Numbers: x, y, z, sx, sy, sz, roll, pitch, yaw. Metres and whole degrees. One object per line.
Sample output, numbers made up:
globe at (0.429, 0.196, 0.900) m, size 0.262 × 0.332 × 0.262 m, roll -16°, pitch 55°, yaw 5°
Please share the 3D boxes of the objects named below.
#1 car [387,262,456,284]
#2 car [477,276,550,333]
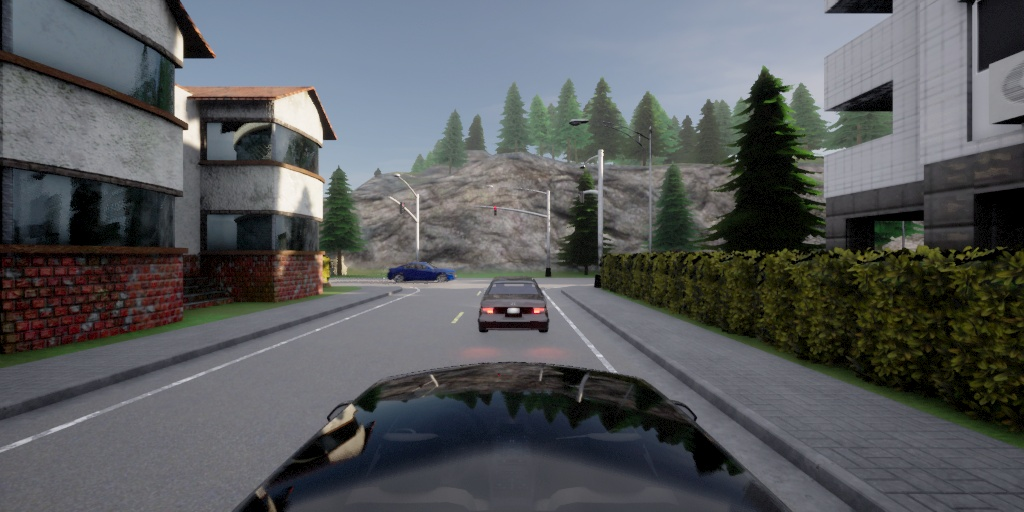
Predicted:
car at (-6.707, 1.227, 26.790) m, size 5.008 × 1.535 × 1.882 m, roll 0°, pitch 0°, yaw 1°
car at (0.052, 1.297, 10.728) m, size 2.033 × 1.411 × 5.357 m, roll 0°, pitch 0°, yaw 0°
